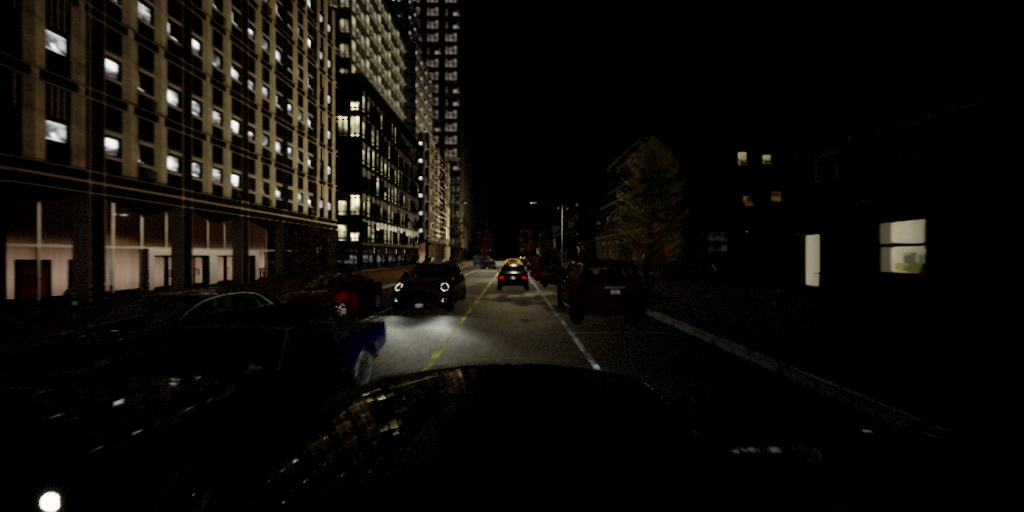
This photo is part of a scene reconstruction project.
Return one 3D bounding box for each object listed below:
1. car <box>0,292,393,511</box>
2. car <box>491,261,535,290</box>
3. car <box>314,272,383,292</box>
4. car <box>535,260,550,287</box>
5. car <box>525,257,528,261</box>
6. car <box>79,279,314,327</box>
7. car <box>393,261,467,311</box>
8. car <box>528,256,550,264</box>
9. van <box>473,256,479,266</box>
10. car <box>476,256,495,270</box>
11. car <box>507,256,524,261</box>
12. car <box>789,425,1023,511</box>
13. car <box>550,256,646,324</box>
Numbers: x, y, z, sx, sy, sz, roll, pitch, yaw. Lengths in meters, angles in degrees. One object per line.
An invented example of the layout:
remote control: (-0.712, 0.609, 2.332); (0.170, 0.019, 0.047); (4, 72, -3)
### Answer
car: (-3.095, 1.341, 3.984); (1.895, 1.301, 4.718); (0, 0, 0)
car: (0.068, 1.204, 21.707); (2.033, 1.411, 5.357); (0, 0, 0)
car: (-5.693, 1.248, 11.716); (1.888, 1.381, 4.507); (0, 0, 0)
car: (2.684, 1.176, 22.960); (1.751, 1.417, 4.829); (0, 0, 0)
car: (2.681, 0.916, 33.864); (2.192, 1.841, 5.009); (0, 0, 0)
car: (-5.691, 1.280, 6.179); (2.007, 1.370, 4.403); (0, 0, 0)
car: (-3.071, 1.043, 14.118); (2.097, 1.767, 4.553); (0, 0, 0)
car: (2.683, 0.941, 28.328); (2.192, 1.841, 5.009); (0, 0, 0)
van: (-5.708, 0.827, 61.548); (1.690, 1.789, 3.998); (0, 0, 0)
car: (-3.097, 1.091, 47.472); (2.033, 1.411, 5.357); (0, 0, 0)
car: (0.080, 1.043, 42.234); (1.882, 1.535, 5.008); (0, 0, 0)
car: (2.691, 1.337, 0.642); (1.802, 1.307, 4.207); (0, 0, 0)
car: (2.688, 1.016, 11.716); (2.192, 1.841, 5.009); (0, 0, 0)
